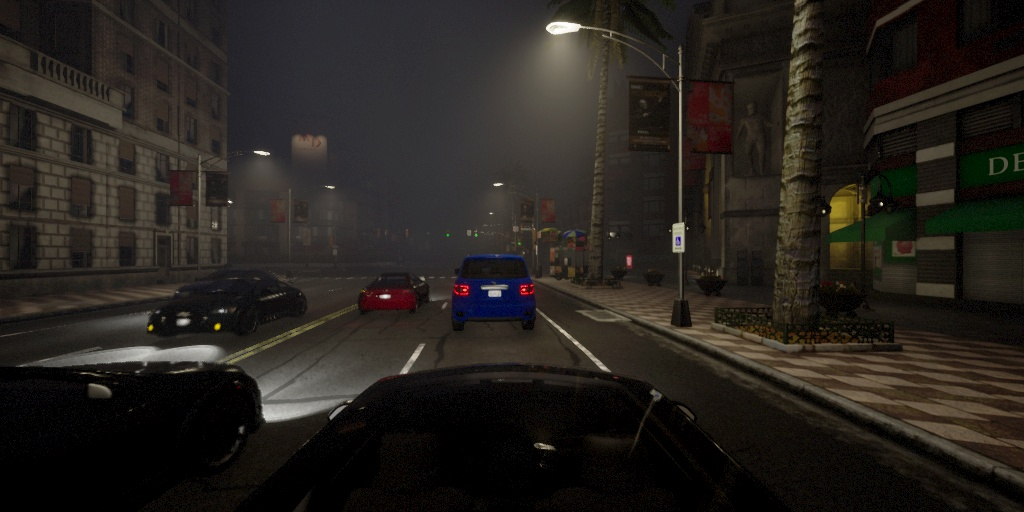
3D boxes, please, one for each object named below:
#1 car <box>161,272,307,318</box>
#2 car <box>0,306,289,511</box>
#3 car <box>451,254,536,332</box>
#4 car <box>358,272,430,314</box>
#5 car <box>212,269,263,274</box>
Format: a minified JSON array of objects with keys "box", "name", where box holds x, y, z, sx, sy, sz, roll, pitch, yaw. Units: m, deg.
[{"box":[-7.658,1.314,10.158,1.994,1.385,4.181,0,0,-5],"name":"car"},{"box":[-3.682,1.314,2.106,1.994,1.385,4.181,0,0,2],"name":"car"},{"box":[-0.605,0.972,11.054,2.150,2.045,5.566,0,0,-4],"name":"car"},{"box":[-4.396,1.314,13.881,1.994,1.385,4.181,0,0,-5],"name":"car"},{"box":[-11.655,1.275,15.076,1.812,1.442,4.674,0,0,-6],"name":"car"}]
